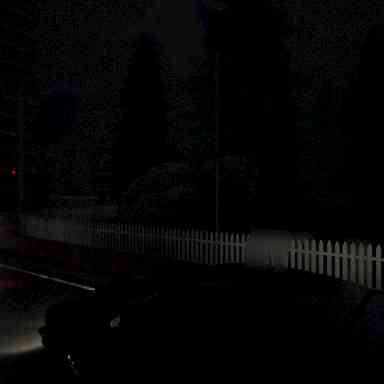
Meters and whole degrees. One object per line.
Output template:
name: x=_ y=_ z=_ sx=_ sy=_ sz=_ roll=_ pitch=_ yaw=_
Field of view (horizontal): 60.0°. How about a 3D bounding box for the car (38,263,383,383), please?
car: x=0.574 y=1.547 z=3.585 sx=5.357 sy=1.411 sz=2.033 roll=0 pitch=0 yaw=36
